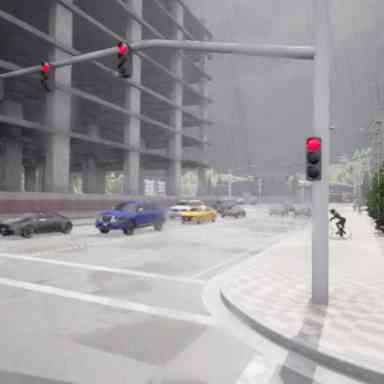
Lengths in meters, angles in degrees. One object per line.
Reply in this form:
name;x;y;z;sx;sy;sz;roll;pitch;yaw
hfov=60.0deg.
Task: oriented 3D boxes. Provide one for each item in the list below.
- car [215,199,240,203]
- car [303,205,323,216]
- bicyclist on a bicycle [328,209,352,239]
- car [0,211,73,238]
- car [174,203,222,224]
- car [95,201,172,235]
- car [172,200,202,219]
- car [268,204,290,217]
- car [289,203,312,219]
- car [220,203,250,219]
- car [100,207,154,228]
car;4.217;2.150;45.566;2.150;2.045;5.566;0;-1;27
car;18.019;2.691;49.376;2.128;1.511;4.902;0;-1;26
bicyclist on a bicycle;7.977;1.773;18.477;1.656;1.620;0.582;0;-1;26
car;-8.970;1.805;19.186;1.994;1.385;4.181;0;-1;27
car;0.659;2.074;30.662;1.882;1.535;5.008;0;-1;27
car;-3.794;1.584;21.722;2.150;2.045;5.566;0;-1;26
car;-0.512;1.904;36.149;2.150;2.045;5.566;0;-1;27
car;11.741;2.622;44.722;1.895;1.301;4.718;0;-1;27
car;13.826;2.472;40.955;2.128;1.511;4.902;0;-1;26
car;4.994;2.348;39.330;1.812;1.442;4.674;0;-1;27
car;-5.117;1.968;26.916;1.812;1.442;4.674;0;-1;26
